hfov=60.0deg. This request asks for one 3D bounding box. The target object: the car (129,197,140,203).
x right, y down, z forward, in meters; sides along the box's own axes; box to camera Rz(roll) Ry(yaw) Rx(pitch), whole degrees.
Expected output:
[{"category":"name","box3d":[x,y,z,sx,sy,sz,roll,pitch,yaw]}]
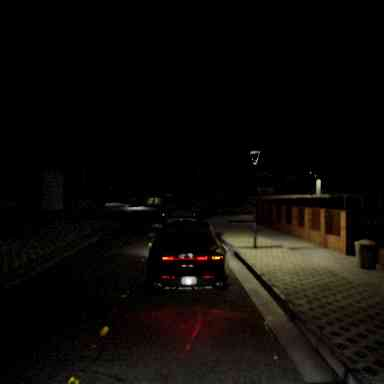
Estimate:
[{"category":"car","box3d":[-14.857,2.070,85.861,2.128,1.511,4.902,0,-1,-20]}]

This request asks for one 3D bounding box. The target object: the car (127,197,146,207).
[{"category":"car","box3d":[-9.681,1.848,58.163,2.128,1.511,4.902,0,-1,-13]}]

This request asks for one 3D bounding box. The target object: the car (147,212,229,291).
[{"category":"car","box3d":[-0.148,1.530,9.063,1.837,1.490,4.892,0,0,-2]}]

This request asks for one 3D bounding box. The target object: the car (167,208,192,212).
[{"category":"car","box3d":[-0.722,1.608,19.341,2.033,1.411,5.357,0,0,-4]}]

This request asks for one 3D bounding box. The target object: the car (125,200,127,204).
[{"category":"car","box3d":[-13.554,2.048,73.004,1.812,1.442,4.674,0,-1,-16]}]
